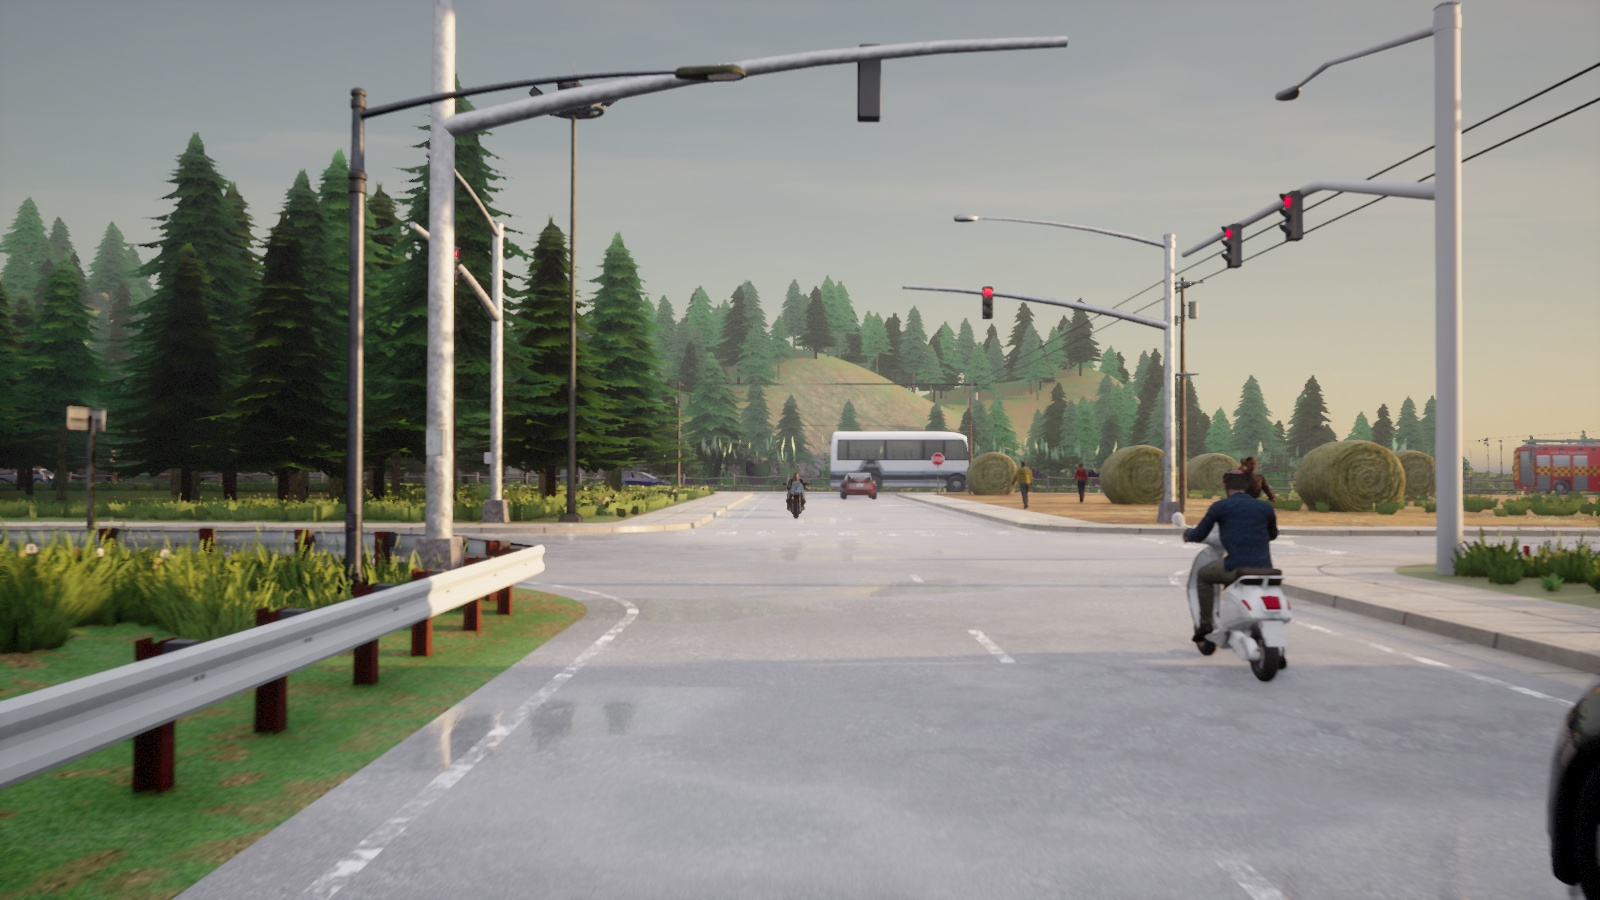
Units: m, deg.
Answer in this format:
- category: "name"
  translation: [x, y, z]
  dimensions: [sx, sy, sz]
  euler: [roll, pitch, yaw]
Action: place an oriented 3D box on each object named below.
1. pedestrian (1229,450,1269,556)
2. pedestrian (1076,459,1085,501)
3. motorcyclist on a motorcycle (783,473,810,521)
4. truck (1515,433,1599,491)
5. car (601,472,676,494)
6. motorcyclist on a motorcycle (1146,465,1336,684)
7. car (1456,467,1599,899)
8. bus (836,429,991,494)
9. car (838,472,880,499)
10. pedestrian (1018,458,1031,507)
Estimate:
- category: "pedestrian"
  translation: [7.979, 0.932, 22.333]
  dimensions: [0.431, 1.840, 0.703]
  euler: [0, -1, -1]
- category: "pedestrian"
  translation: [12.681, 1.348, 56.691]
  dimensions: [0.331, 1.846, 0.636]
  euler: [-1, -1, 17]
- category: "motorcyclist on a motorcycle"
  translation: [-0.113, 1.554, 42.032]
  dimensions: [0.866, 1.530, 2.191]
  euler: [0, -1, 0]
- category: "truck"
  translation: [52.764, 0.805, 83.655]
  dimensions: [8.468, 3.827, 2.891]
  euler: [0, -1, 3]
- category: "car"
  translation: [-11.117, 2.273, 86.568]
  dimensions: [4.792, 1.488, 2.163]
  euler: [0, -1, 3]
- category: "motorcyclist on a motorcycle"
  translation: [3.472, 0.923, 10.076]
  dimensions: [0.866, 1.590, 1.817]
  euler: [0, -1, 0]
- category: "car"
  translation: [3.492, 0.789, 2.482]
  dimensions: [2.007, 1.525, 4.514]
  euler: [0, -1, 0]
- category: "bus"
  translation: [7.650, 0.816, 85.727]
  dimensions: [10.273, 4.253, 3.944]
  euler: [0, -1, 3]
- category: "car"
  translation: [3.308, 1.997, 71.415]
  dimensions: [2.163, 1.488, 4.792]
  euler: [0, -1, 0]
- category: "pedestrian"
  translation: [8.438, 1.218, 47.228]
  dimensions: [0.370, 1.835, 0.726]
  euler: [0, -1, 1]
